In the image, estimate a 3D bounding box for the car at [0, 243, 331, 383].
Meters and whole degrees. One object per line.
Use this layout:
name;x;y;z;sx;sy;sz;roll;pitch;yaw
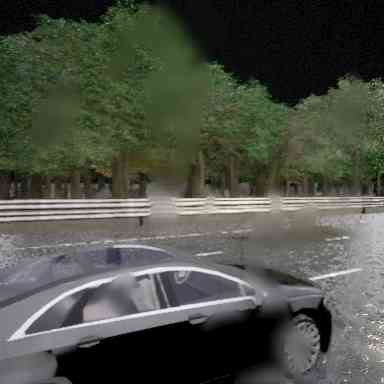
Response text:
car;-0.451;1.375;3.797;4.902;1.511;2.128;0;2;-32
